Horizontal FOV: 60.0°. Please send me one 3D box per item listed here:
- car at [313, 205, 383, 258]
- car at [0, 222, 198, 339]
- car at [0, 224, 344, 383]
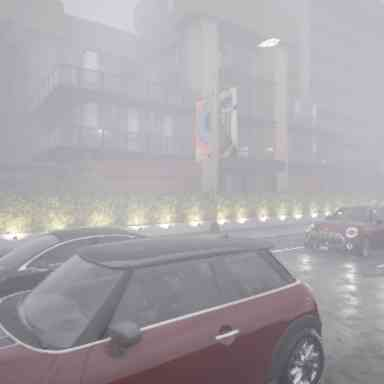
[{"bbox_3d":[6.368,1.327,12.723,4.553,1.767,2.097,0,0,-35],"label":"car"},{"bbox_3d":[-2.397,1.503,6.576,4.892,1.490,1.837,1,0,-35],"label":"car"},{"bbox_3d":[-0.695,1.348,3.493,4.553,1.767,2.097,0,0,-35],"label":"car"}]
